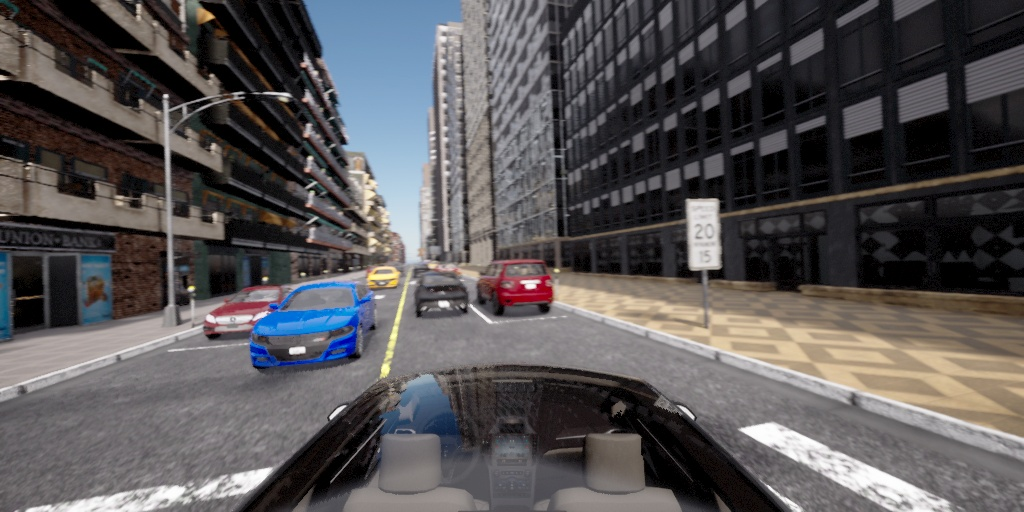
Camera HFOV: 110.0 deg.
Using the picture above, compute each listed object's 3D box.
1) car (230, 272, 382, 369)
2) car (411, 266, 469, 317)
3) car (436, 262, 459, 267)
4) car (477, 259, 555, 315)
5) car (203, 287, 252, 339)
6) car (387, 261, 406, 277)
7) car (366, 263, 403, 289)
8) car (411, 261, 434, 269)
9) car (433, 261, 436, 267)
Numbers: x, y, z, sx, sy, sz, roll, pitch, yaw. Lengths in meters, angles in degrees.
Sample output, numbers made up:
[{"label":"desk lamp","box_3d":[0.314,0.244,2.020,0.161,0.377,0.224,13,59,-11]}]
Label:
[{"label":"car","box_3d":[-4.453,1.383,8.714,1.882,1.535,5.008,-2,1,-16]},{"label":"car","box_3d":[-2.871,1.349,14.056,1.837,1.490,4.892,-2,0,-15]},{"label":"car","box_3d":[-6.028,1.396,34.883,1.967,1.591,4.097,0,0,-15]},{"label":"car","box_3d":[-0.017,1.056,13.576,2.192,1.841,5.009,0,0,-15]},{"label":"car","box_3d":[-7.855,1.609,11.396,1.802,1.307,4.207,0,0,-15]},{"label":"car","box_3d":[-13.538,1.538,42.007,1.837,1.490,4.892,-2,0,-15]},{"label":"car","box_3d":[-9.219,1.548,26.017,1.882,1.535,5.008,-2,0,-15]},{"label":"car","box_3d":[-9.856,1.603,39.222,1.837,1.490,4.892,-2,0,-15]},{"label":"car","box_3d":[-8.972,1.650,45.556,1.802,1.307,4.207,0,0,-15]}]
